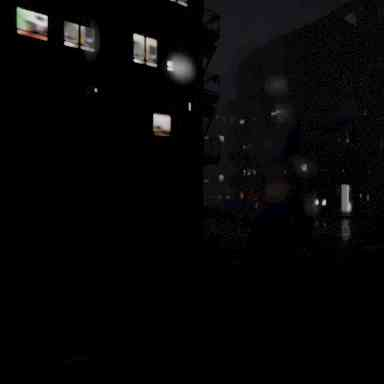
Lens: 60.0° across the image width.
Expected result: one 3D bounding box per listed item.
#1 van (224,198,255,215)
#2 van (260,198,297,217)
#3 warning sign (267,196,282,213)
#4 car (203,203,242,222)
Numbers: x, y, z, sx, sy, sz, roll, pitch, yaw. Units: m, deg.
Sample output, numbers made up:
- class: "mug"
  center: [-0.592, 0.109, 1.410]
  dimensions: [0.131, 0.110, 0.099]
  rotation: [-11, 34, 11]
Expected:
- class: "van"
  center: [5.415, 1.625, 38.275]
  dimensions: [1.690, 1.788, 3.998]
  rotation: [-1, 0, -36]
- class: "van"
  center: [8.736, 1.552, 33.764]
  dimensions: [1.690, 1.788, 3.998]
  rotation: [-1, 0, -36]
- class: "warning sign"
  center: [9.222, 1.345, 37.153]
  dimensions: [1.300, 1.860, 1.060]
  rotation: [1, 0, -36]
- class: "car"
  center: [2.004, 1.839, 28.838]
  dimensions: [1.802, 1.307, 4.206]
  rotation: [-1, 0, -36]
